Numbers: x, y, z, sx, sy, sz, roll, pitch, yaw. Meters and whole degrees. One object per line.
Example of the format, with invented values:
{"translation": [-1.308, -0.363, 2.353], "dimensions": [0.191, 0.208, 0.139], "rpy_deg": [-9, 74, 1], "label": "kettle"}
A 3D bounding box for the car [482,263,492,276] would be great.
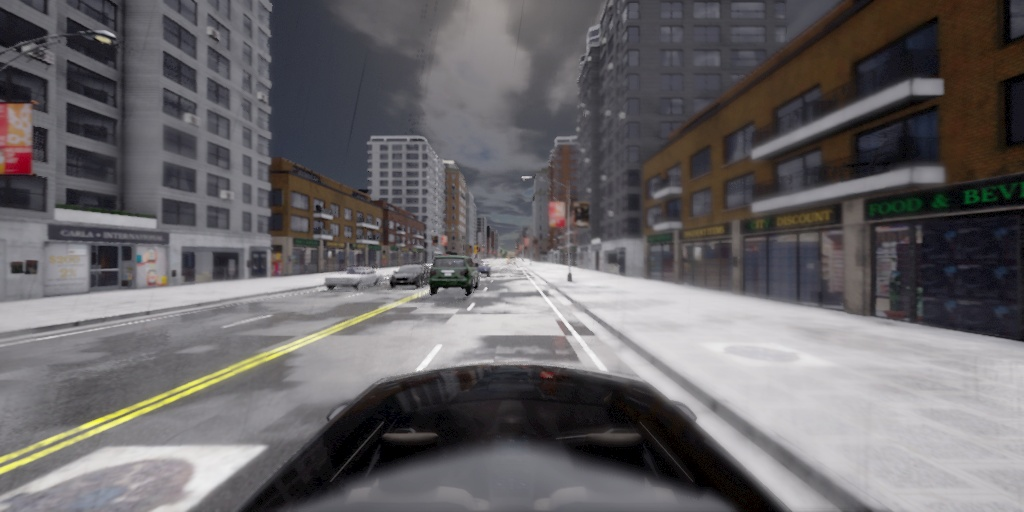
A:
{"translation": [-3.149, 1.401, 37.623], "dimensions": [1.895, 1.301, 4.718], "rpy_deg": [0, 0, 0], "label": "car"}

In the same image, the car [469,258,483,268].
{"translation": [-6.521, 1.192, 64.912], "dimensions": [2.097, 1.767, 4.553], "rpy_deg": [0, 0, 0], "label": "car"}

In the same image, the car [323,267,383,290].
{"translation": [-9.849, 1.380, 22.622], "dimensions": [1.895, 1.301, 4.718], "rpy_deg": [0, 0, 0], "label": "car"}

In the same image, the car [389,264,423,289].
{"translation": [-6.598, 1.286, 23.838], "dimensions": [1.837, 1.490, 4.892], "rpy_deg": [0, 0, 0], "label": "car"}

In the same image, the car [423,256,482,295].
{"translation": [-3.150, 0.998, 20.293], "dimensions": [2.150, 2.045, 5.566], "rpy_deg": [0, 0, 0], "label": "car"}
